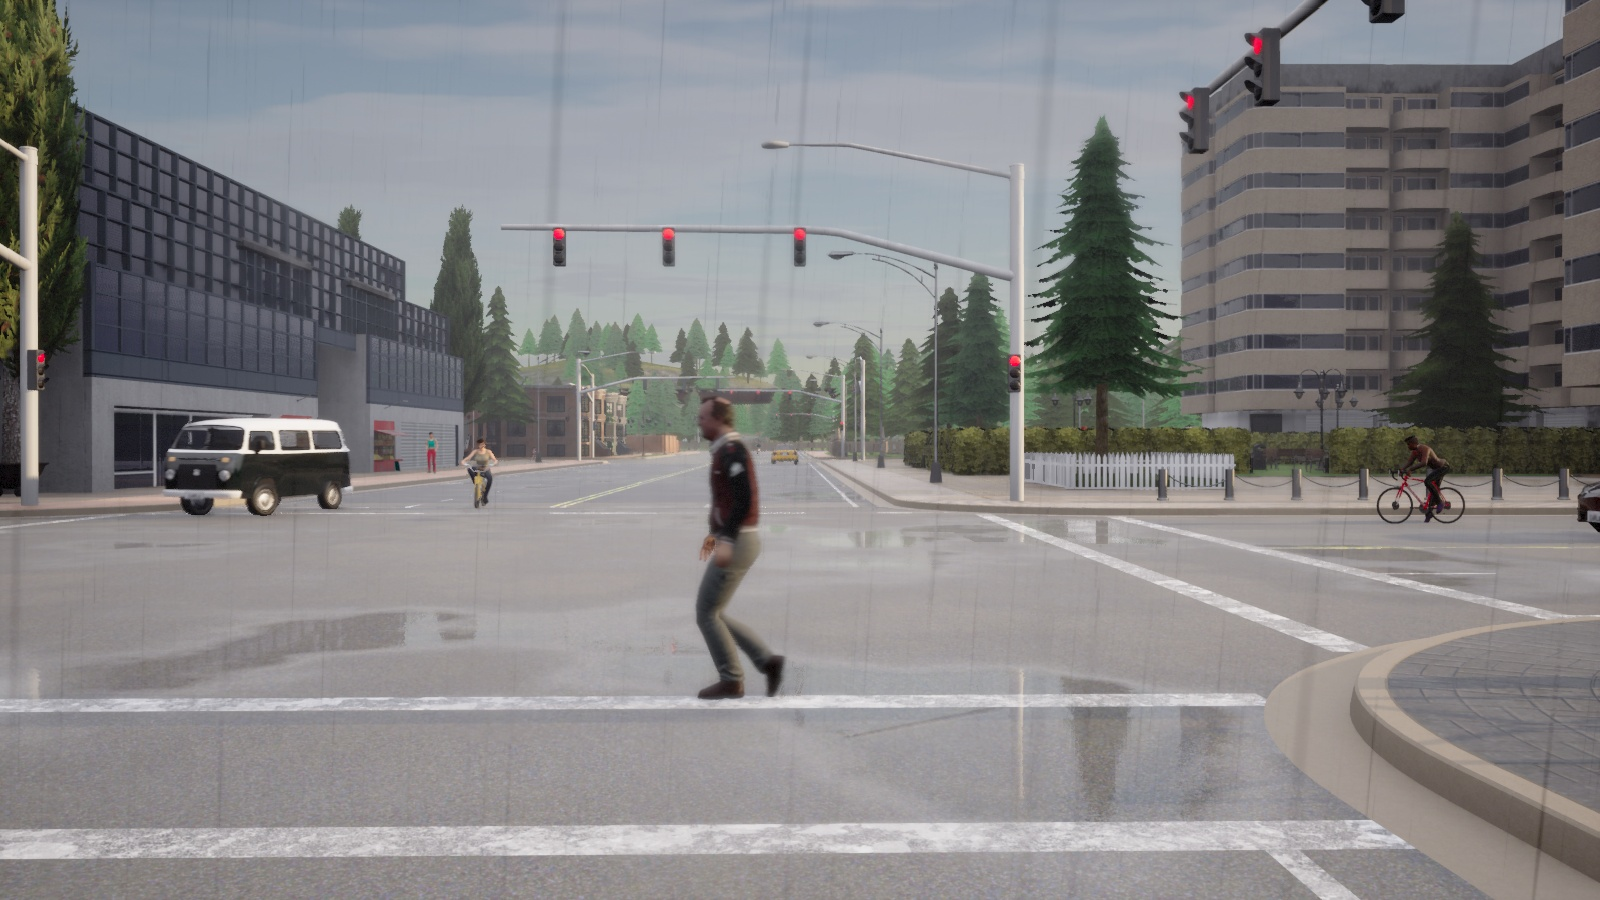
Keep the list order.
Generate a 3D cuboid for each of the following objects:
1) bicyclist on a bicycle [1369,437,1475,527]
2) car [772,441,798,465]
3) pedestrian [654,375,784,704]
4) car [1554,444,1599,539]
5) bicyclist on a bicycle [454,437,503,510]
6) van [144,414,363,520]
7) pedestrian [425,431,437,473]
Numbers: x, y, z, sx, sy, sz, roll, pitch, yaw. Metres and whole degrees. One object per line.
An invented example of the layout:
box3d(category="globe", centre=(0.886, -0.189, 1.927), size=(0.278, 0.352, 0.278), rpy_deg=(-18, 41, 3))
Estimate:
box3d(category="bicyclist on a bicycle", centre=(11.414, 0.578, 23.080), size=(1.656, 1.620, 0.582), rpy_deg=(0, 0, -1))
box3d(category="car", centre=(-1.048, 0.189, 87.747), size=(1.801, 1.575, 5.366), rpy_deg=(0, 0, -1))
box3d(category="pedestrian", centre=(-0.457, 0.505, 7.269), size=(0.720, 1.854, 0.376), rpy_deg=(0, 0, 2))
box3d(category="car", centre=(14.827, 0.647, 19.625), size=(4.792, 1.488, 2.163), rpy_deg=(0, 0, -1))
box3d(category="bicyclist on a bicycle", centre=(-7.314, 0.516, 28.623), size=(0.866, 1.612, 1.509), rpy_deg=(1, 0, -6))
box3d(category="van", centre=(-11.483, 0.309, 26.780), size=(2.069, 2.038, 4.480), rpy_deg=(1, 1, 12))
box3d(category="pedestrian", centre=(-16.101, 0.083, 54.821), size=(0.345, 1.836, 0.594), rpy_deg=(0, 0, -1))
